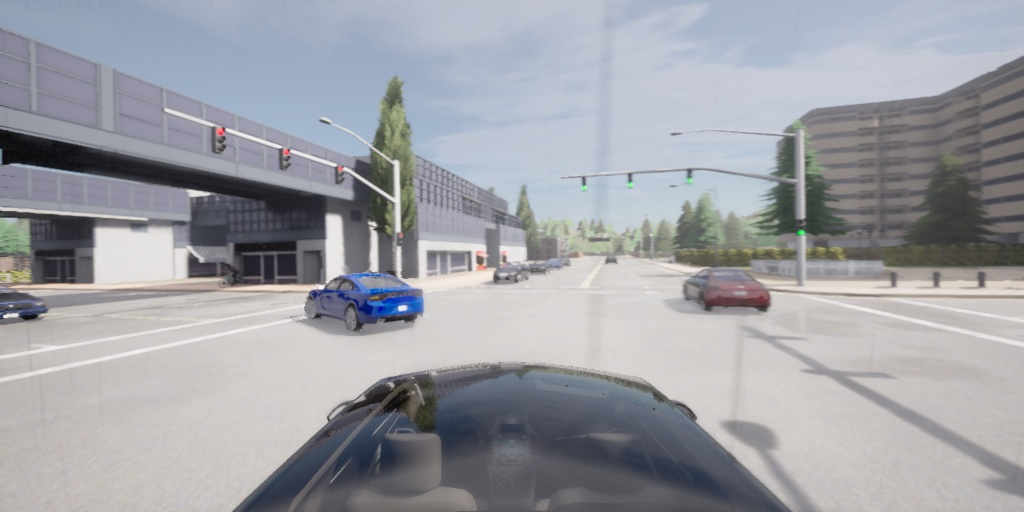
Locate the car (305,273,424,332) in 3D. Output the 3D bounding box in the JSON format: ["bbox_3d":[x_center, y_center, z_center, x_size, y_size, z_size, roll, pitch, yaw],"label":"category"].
[{"bbox_3d":[-4.781,1.285,11.328,5.008,1.535,1.882,-1,-1,42],"label":"car"}]

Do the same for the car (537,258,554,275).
[{"bbox_3d":[2.683,1.135,36.013,1.994,1.385,4.181,-1,0,15],"label":"car"}]

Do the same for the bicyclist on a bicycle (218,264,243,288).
[{"bbox_3d":[-19.234,1.341,24.519,0.582,1.620,1.656,-1,0,15],"label":"bicyclist on a bicycle"}]

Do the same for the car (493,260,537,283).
[{"bbox_3d":[0.044,1.149,26.408,2.128,1.511,4.902,-1,0,16],"label":"car"}]

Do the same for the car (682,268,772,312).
[{"bbox_3d":[7.666,1.123,13.196,1.994,1.385,4.181,-1,0,15],"label":"car"}]

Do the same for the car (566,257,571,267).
[{"bbox_3d":[8.141,0.883,55.869,2.128,1.511,4.902,-1,0,15],"label":"car"}]

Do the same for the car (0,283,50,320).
[{"bbox_3d":[-19.138,1.628,12.586,5.357,1.411,2.033,-1,0,15],"label":"car"}]

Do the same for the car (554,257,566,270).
[{"bbox_3d":[5.385,1.008,45.841,1.812,1.442,4.674,-1,0,16],"label":"car"}]
